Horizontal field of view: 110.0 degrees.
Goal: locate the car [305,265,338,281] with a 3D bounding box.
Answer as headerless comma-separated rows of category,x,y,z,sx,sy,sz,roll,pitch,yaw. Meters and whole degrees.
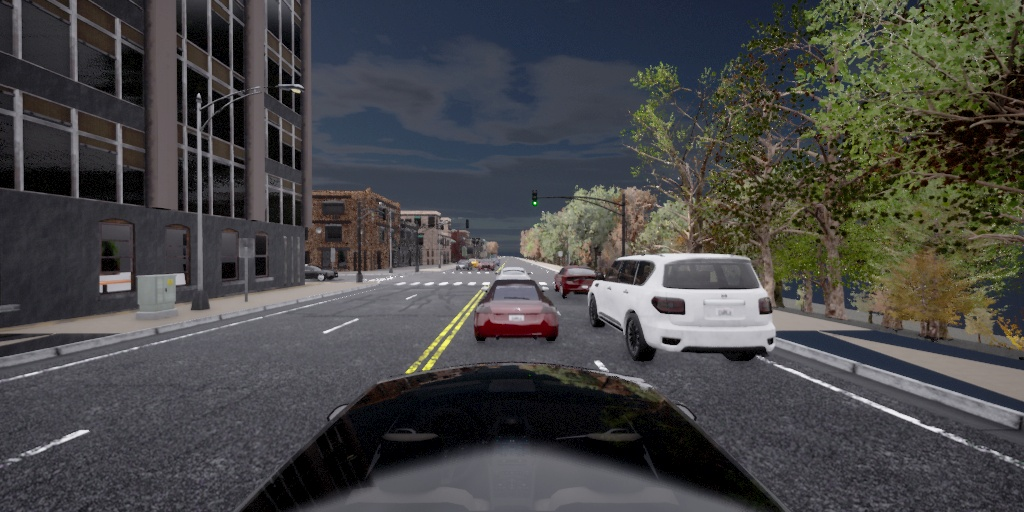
car,-18.565,1.549,32.862,4.892,1.490,1.837,-1,1,-2

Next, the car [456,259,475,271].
car,-6.720,1.265,50.708,2.128,1.511,4.902,0,0,1

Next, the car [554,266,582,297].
car,3.316,1.235,18.688,1.882,1.535,5.008,0,0,0

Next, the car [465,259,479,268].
car,-6.769,1.257,60.848,1.882,1.535,5.008,0,0,0

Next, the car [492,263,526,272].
car,0.055,1.283,18.951,1.812,1.442,4.674,0,0,-1

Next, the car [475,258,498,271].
car,-3.474,1.124,49.412,2.097,1.767,4.553,0,0,0

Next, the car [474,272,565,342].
car,0.083,1.318,9.828,1.994,1.385,4.181,0,0,0

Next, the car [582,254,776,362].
car,3.340,0.974,8.348,2.150,2.045,5.566,0,0,0
